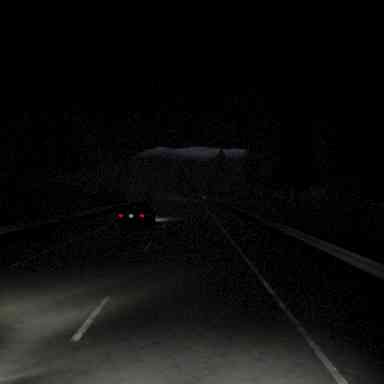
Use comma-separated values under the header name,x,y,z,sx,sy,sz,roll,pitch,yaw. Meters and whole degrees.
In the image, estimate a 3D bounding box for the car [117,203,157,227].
name,x,y,z,sx,sy,sz,roll,pitch,yaw
car,-3.402,1.383,21.106,2.033,1.411,5.357,0,0,0

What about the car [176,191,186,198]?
name,x,y,z,sx,sy,sz,roll,pitch,yaw
car,-2.072,0.614,80.619,2.097,1.767,4.553,0,0,-6

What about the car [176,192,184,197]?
name,x,y,z,sx,sy,sz,roll,pitch,yaw
car,-3.501,0.614,95.554,2.033,1.411,5.357,0,0,-6

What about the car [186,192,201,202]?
name,x,y,z,sx,sy,sz,roll,pitch,yaw
car,0.453,0.864,62.842,2.097,1.767,4.553,0,0,-3
